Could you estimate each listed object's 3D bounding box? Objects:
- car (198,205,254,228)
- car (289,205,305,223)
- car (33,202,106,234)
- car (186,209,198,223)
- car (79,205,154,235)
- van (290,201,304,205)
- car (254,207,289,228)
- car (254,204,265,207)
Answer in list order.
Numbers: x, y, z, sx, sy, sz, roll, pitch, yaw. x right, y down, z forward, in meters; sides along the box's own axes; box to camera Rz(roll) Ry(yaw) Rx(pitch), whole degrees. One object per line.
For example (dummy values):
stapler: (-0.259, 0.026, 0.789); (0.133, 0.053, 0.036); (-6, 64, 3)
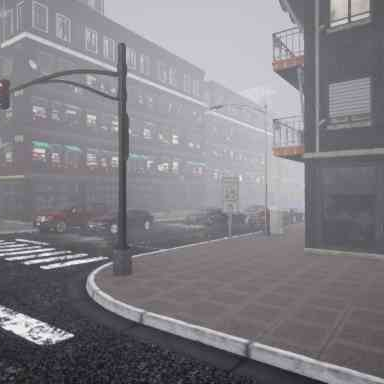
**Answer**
car: (2.833, 1.951, 26.308); (1.837, 1.490, 4.892); (0, -1, 35)
car: (9.096, 2.120, 30.780); (2.008, 1.369, 4.403); (-2, -2, 35)
car: (-7.585, 1.603, 21.603); (2.192, 1.841, 5.009); (-1, -2, 35)
car: (1.360, 2.019, 29.763); (1.812, 1.442, 4.674); (0, -1, 35)
car: (-4.498, 1.814, 21.461); (1.837, 1.490, 4.892); (0, -1, 35)
van: (18.602, 2.463, 58.776); (1.690, 1.788, 3.998); (-2, -2, 35)
car: (5.822, 2.048, 26.132); (1.802, 1.307, 4.206); (-2, -2, 35)
car: (7.338, 2.189, 38.237); (1.837, 1.490, 4.892); (0, -1, 36)
